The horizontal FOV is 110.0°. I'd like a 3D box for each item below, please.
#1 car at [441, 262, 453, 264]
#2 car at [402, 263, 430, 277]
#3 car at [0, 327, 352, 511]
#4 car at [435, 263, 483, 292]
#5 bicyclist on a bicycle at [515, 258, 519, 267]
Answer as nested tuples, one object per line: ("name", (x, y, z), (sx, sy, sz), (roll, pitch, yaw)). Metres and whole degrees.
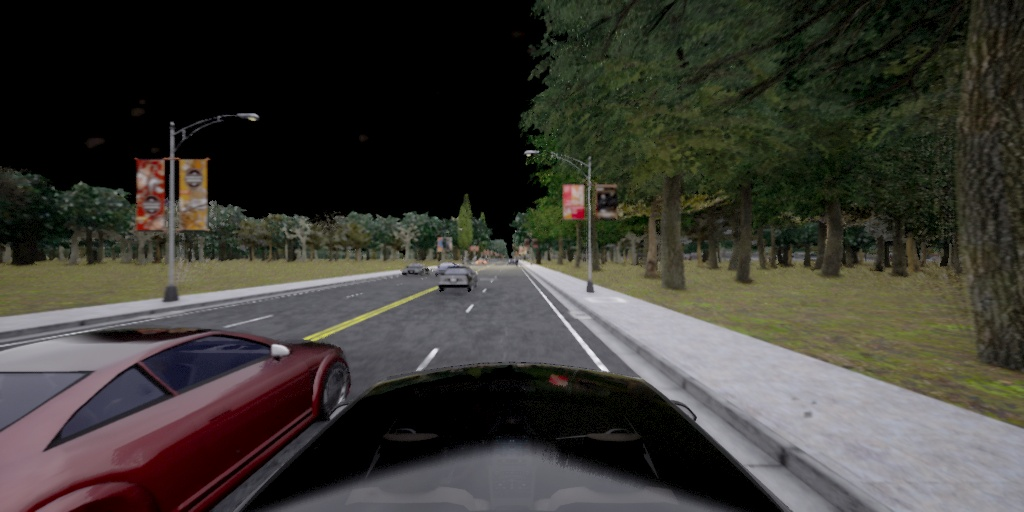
("car", (-6.590, 1.351, 36.625), (1.812, 1.442, 4.674), (0, 0, 0))
("car", (-9.838, 1.390, 36.944), (1.994, 1.385, 4.181), (0, 0, 0))
("car", (-3.150, 1.317, 3.168), (1.994, 1.385, 4.181), (0, 0, 0))
("car", (-3.148, 1.338, 21.691), (2.033, 1.411, 5.357), (0, 0, 0))
("bicyclist on a bicycle", (0.895, 1.265, 61.784), (0.659, 1.776, 1.843), (0, 0, 0))
